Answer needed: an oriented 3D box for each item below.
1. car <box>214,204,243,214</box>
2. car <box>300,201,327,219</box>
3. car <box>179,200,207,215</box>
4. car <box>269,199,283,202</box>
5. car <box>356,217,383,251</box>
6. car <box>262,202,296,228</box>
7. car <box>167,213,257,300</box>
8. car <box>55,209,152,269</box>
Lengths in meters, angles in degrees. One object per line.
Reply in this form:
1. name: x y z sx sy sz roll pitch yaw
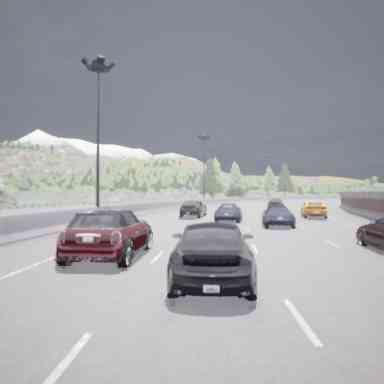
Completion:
1. car: 2.884 1.584 25.993 1.994 1.385 4.181 0 0 11
2. car: 10.959 1.527 30.115 1.882 1.535 5.008 0 0 14
3. car: 0.178 1.518 30.066 1.837 1.490 4.892 0 0 12
4. car: 10.137 1.555 40.024 1.837 1.490 4.892 0 0 18
5. car: 7.906 1.596 12.594 1.994 1.385 4.181 0 0 6
6. car: 5.771 1.592 22.433 1.994 1.385 4.181 0 0 10
7. car: 0.515 1.510 8.441 1.837 1.490 4.892 0 0 4
8. car: -2.743 1.347 11.406 2.097 1.767 4.553 0 0 4
